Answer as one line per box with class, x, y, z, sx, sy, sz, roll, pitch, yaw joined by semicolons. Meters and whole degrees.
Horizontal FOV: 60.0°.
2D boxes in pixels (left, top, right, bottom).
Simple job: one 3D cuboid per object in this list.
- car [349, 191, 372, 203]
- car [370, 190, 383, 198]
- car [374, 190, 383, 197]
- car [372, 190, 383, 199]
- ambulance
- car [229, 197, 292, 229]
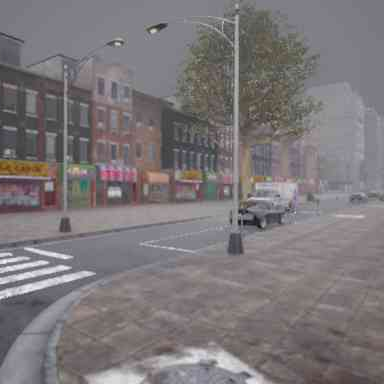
car;22.304;0.685;44.599;2.008;1.369;4.403;2;2;35
car;34.782;0.391;62.243;1.947;1.339;4.313;2;2;35
car;37.901;0.313;66.654;1.947;1.339;4.313;2;2;35
car;31.662;0.453;57.832;2.008;1.369;4.403;2;2;35
ambulance;6.551;0.480;26.903;2.351;2.431;6.366;1;1;35
car;3.589;1.163;18.134;1.947;1.339;4.313;2;2;35
